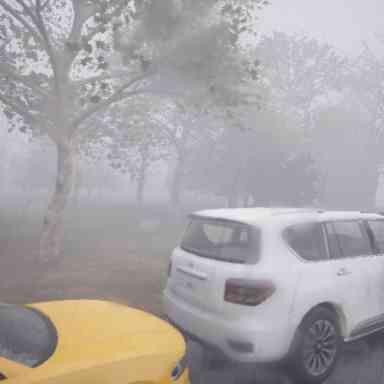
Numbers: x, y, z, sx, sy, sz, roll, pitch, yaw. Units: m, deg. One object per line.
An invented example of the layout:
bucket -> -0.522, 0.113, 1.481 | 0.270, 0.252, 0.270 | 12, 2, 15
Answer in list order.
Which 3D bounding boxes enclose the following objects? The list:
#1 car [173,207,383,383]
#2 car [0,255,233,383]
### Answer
car -> 2.223, 1.284, 5.643 | 5.566, 2.045, 2.435 | 1, -1, -33
car -> -2.341, 1.473, 2.387 | 5.008, 1.535, 2.097 | 1, -1, -33
